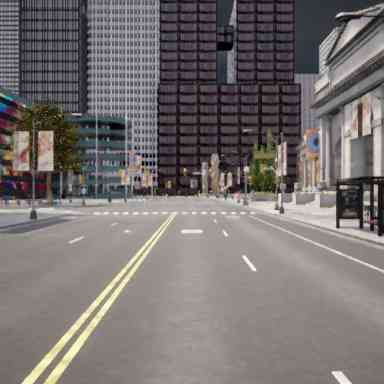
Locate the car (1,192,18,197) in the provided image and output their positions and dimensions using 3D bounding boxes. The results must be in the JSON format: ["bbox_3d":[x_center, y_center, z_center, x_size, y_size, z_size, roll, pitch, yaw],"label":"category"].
[{"bbox_3d":[-46.031,1.272,81.377,4.674,1.452,2.002,0,0,0],"label":"car"}]
